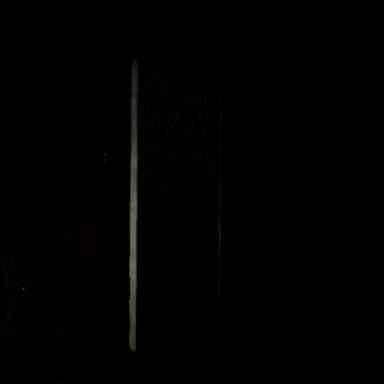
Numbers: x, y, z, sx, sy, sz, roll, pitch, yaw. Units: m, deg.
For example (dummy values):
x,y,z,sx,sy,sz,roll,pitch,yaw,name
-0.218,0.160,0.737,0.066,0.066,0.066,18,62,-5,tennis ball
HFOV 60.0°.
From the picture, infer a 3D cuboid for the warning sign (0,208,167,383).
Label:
x,y,z,sx,sy,sz,roll,pitch,yaw,name
-1.100,1.127,3.425,1.060,1.860,1.300,0,0,37,warning sign
